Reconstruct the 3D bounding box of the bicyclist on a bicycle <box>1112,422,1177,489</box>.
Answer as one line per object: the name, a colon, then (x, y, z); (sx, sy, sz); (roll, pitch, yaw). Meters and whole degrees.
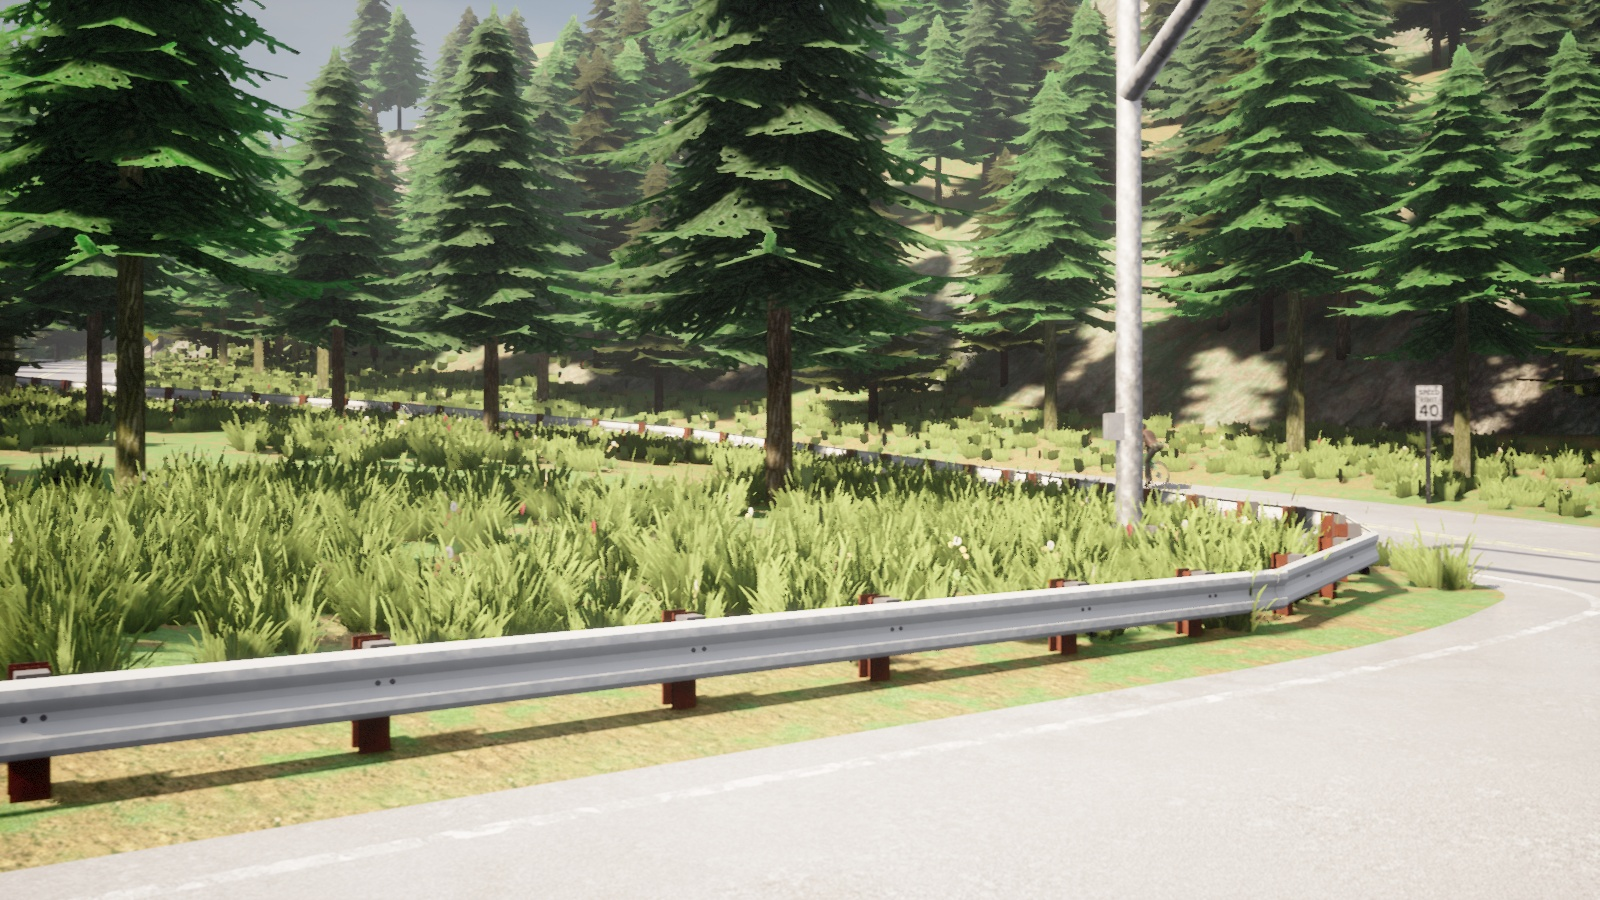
bicyclist on a bicycle: (8.655, 0.113, 31.619); (0.582, 1.620, 1.656); (-1, 3, -28)
